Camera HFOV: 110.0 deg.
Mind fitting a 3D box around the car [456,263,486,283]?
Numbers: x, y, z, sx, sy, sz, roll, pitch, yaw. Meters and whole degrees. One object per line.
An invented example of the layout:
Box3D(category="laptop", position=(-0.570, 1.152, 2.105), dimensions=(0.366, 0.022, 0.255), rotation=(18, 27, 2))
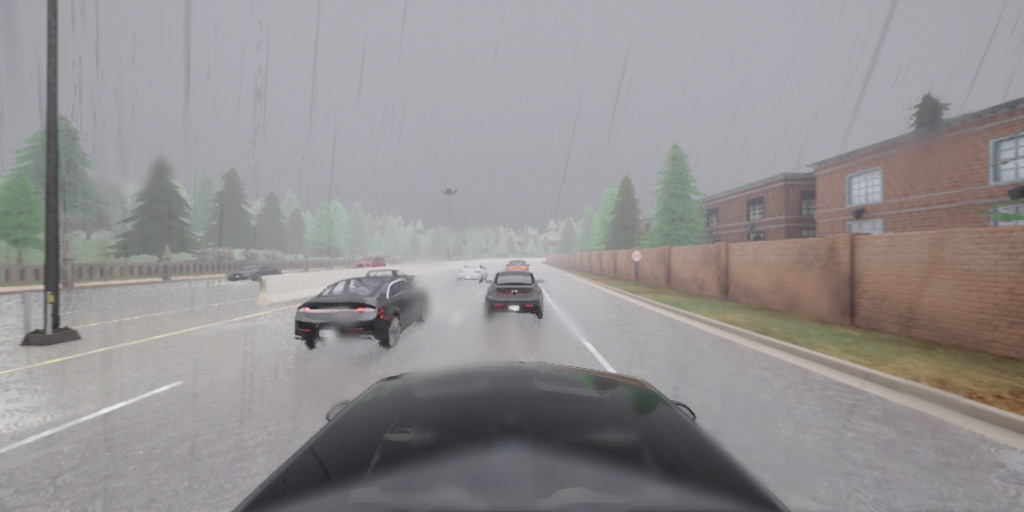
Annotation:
Box3D(category="car", position=(-3.070, 1.309, 28.388), dimensions=(1.812, 1.442, 4.674), rotation=(0, 0, 2))

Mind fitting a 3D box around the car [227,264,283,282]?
Box3D(category="car", position=(-20.744, 1.360, 29.147), dimensions=(1.994, 1.385, 4.181), rotation=(0, 0, 2))

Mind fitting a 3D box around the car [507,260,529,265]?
Box3D(category="car", position=(0.523, 1.136, 31.517), dimensions=(2.097, 1.767, 4.553), rotation=(0, 0, 2))

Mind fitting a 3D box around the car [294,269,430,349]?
Box3D(category="car", position=(-3.423, 1.254, 9.153), dimensions=(2.128, 1.511, 4.902), rotation=(0, 0, 0))

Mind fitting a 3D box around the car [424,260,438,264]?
Box3D(category="car", position=(-12.862, 1.303, 57.236), dimensions=(1.882, 1.535, 5.008), rotation=(0, 0, 2))

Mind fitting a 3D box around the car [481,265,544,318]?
Box3D(category="car", position=(0.098, 1.270, 12.958), dimensions=(1.837, 1.490, 4.892), rotation=(0, 0, 1))

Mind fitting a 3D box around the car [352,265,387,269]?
Box3D(category="car", position=(-6.794, 1.377, 19.736), dimensions=(1.895, 1.301, 4.718), rotation=(0, 0, 1))

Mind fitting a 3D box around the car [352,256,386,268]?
Box3D(category="car", position=(-16.823, 1.033, 42.666), dimensions=(2.150, 2.045, 5.566), rotation=(0, 0, 2))
